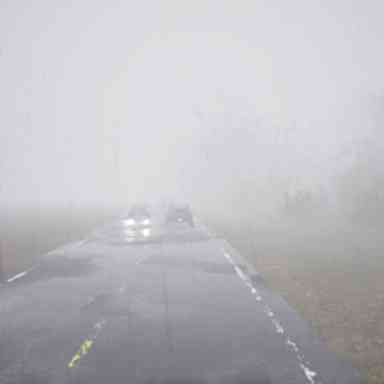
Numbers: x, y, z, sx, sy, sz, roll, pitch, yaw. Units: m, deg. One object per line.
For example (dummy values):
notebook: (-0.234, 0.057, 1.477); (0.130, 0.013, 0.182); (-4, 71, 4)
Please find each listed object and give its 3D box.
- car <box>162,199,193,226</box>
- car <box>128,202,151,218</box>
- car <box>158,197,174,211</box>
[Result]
car: (-0.963, 1.502, 23.232); (1.837, 1.490, 4.892); (0, 0, -5)
car: (-4.748, 1.603, 30.378); (1.895, 1.301, 4.718); (0, 0, -6)
car: (-3.126, 1.348, 41.732); (2.097, 1.767, 4.553); (0, 0, -8)
